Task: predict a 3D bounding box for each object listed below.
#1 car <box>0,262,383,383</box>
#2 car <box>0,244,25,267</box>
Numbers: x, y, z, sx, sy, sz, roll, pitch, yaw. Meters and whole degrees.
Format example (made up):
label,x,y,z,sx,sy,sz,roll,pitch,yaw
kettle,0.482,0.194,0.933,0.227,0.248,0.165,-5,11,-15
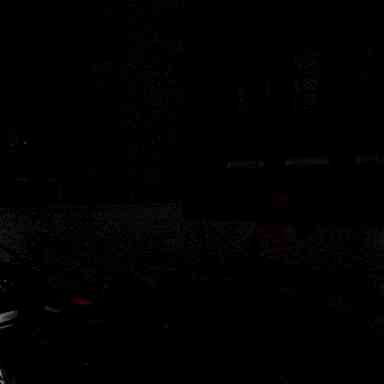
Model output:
label,x,y,z,sx,sy,sz,roll,pitch,yaw
car,-0.177,1.567,3.076,4.313,1.339,1.947,0,1,35
car,-4.434,1.569,6.067,4.403,1.369,2.008,0,1,35
